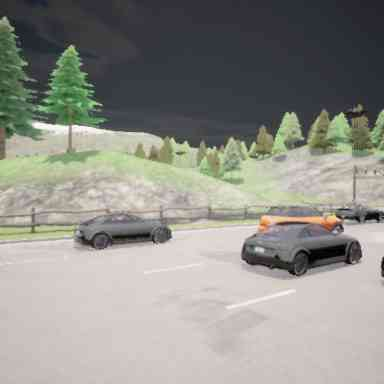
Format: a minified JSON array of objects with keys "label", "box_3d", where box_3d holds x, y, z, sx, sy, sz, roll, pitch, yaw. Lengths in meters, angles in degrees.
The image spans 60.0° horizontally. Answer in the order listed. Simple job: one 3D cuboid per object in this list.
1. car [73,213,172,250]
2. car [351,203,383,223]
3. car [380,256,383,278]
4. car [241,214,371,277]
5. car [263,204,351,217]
[{"label":"car","box_3d":[-2.958,1.600,14.535,4.181,1.385,1.994,0,0,-36]},{"label":"car","box_3d":[13.172,1.650,26.040,4.902,1.511,2.128,0,0,-35]},{"label":"car","box_3d":[6.670,1.626,8.505,4.181,1.385,1.994,1,0,-35]},{"label":"car","box_3d":[3.545,1.618,10.574,4.181,1.385,1.994,1,0,-35]},{"label":"car","box_3d":[5.349,1.436,16.161,4.553,1.767,2.097,0,0,-35]}]
